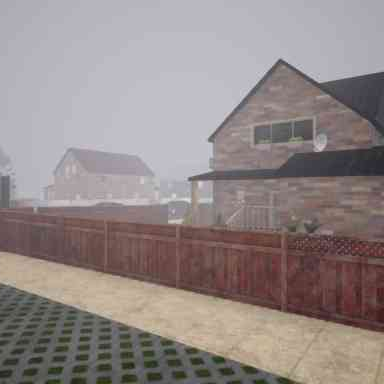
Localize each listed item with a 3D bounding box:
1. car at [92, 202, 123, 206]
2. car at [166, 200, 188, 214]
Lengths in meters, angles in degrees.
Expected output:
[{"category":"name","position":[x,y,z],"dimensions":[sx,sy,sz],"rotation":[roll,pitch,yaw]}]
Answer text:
[{"category":"car","position":[-7.833,1.636,29.744],"dimensions":[1.837,1.490,4.892],"rotation":[0,0,35]},{"category":"car","position":[-1.910,1.701,38.039],"dimensions":[1.837,1.490,4.892],"rotation":[0,0,35]}]
